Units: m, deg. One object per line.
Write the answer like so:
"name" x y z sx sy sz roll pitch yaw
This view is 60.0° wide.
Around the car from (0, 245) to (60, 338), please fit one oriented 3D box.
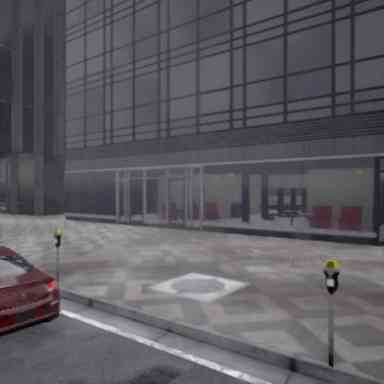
"car" -3.998 1.577 5.837 4.206 1.307 1.802 0 0 36
